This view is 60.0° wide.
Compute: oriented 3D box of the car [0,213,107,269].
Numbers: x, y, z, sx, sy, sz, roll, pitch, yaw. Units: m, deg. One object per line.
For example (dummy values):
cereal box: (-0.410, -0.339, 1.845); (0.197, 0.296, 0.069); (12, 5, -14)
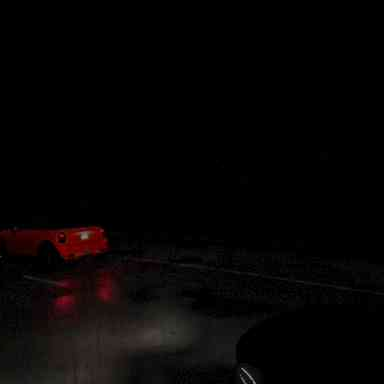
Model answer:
car: (-5.199, 1.552, 12.006); (4.553, 1.767, 2.097); (-3, -2, 35)

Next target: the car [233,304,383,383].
car: (2.645, 1.474, 2.106); (5.008, 1.535, 1.882); (0, 0, 36)
